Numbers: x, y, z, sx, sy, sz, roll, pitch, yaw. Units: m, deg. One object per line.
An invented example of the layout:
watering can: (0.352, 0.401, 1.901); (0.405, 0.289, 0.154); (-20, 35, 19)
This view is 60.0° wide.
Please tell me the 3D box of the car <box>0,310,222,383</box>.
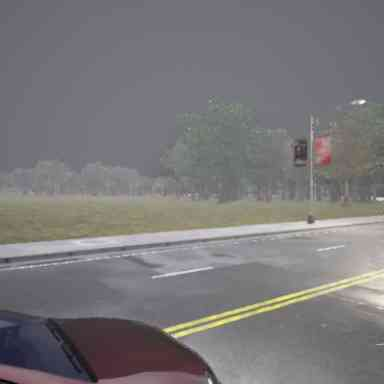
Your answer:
car: (-1.721, 1.563, 2.212); (4.181, 1.385, 1.994); (0, 0, -36)
